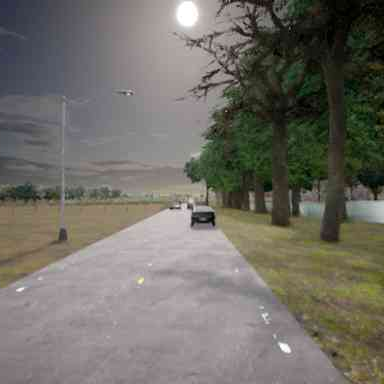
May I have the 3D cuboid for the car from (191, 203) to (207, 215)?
[{"bbox_3d":[0.843,2.134,42.665,1.837,1.490,4.892,0,-1,0],"label":"car"}]

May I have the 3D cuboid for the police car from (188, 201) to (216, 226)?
[{"bbox_3d":[0.836,1.789,26.777,1.930,1.638,5.238,0,-1,0],"label":"police car"}]

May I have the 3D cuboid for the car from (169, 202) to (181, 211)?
[{"bbox_3d":[-2.782,2.433,56.775,2.033,1.411,5.357,0,-1,1],"label":"car"}]

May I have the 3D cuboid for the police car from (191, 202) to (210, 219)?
[{"bbox_3d":[0.840,1.953,36.777,1.930,1.638,5.238,0,-1,0],"label":"police car"}]
